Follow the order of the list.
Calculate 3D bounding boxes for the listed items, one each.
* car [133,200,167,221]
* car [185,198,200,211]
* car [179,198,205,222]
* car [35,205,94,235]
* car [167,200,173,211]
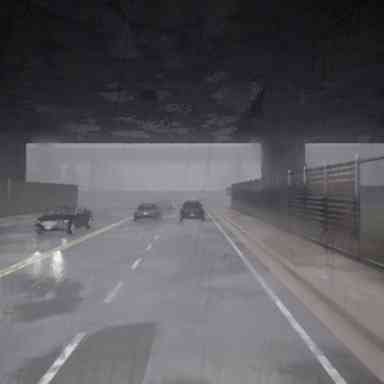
[{"bbox_3d":[-3.473,1.556,26.997,1.994,1.385,4.181,0,0,1],"label":"car"},{"bbox_3d":[0.073,1.490,41.651,1.837,1.490,4.892,0,-1,1],"label":"car"},{"bbox_3d":[0.024,1.470,26.301,1.882,1.535,5.008,0,0,0],"label":"car"},{"bbox_3d":[-7.062,1.486,18.831,2.128,1.511,4.902,0,0,0],"label":"car"},{"bbox_3d":[-3.432,1.588,41.168,1.895,1.301,4.718,0,0,0],"label":"car"}]
